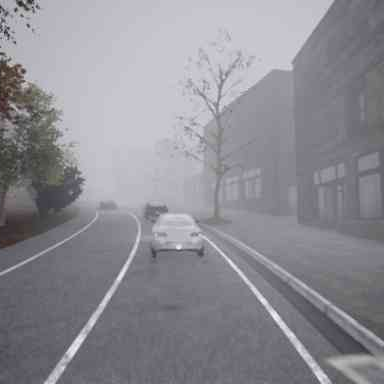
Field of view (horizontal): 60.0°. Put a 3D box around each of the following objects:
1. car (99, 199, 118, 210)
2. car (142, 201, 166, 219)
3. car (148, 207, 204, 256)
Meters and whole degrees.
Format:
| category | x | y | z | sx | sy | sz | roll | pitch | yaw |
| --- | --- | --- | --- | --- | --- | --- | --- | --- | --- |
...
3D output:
| category | x | y | z | sx | sy | sz | roll | pitch | yaw |
| --- | --- | --- | --- | --- | --- | --- | --- | --- | --- |
| car | -10.263 | 1.538 | 40.700 | 1.895 | 1.301 | 4.718 | 2 | -1 | -20 |
| car | -3.274 | 1.502 | 29.002 | 1.882 | 1.535 | 5.008 | 1 | 0 | -13 |
| car | -0.643 | 1.526 | 12.981 | 1.812 | 1.442 | 4.674 | 1 | 0 | -5 |
